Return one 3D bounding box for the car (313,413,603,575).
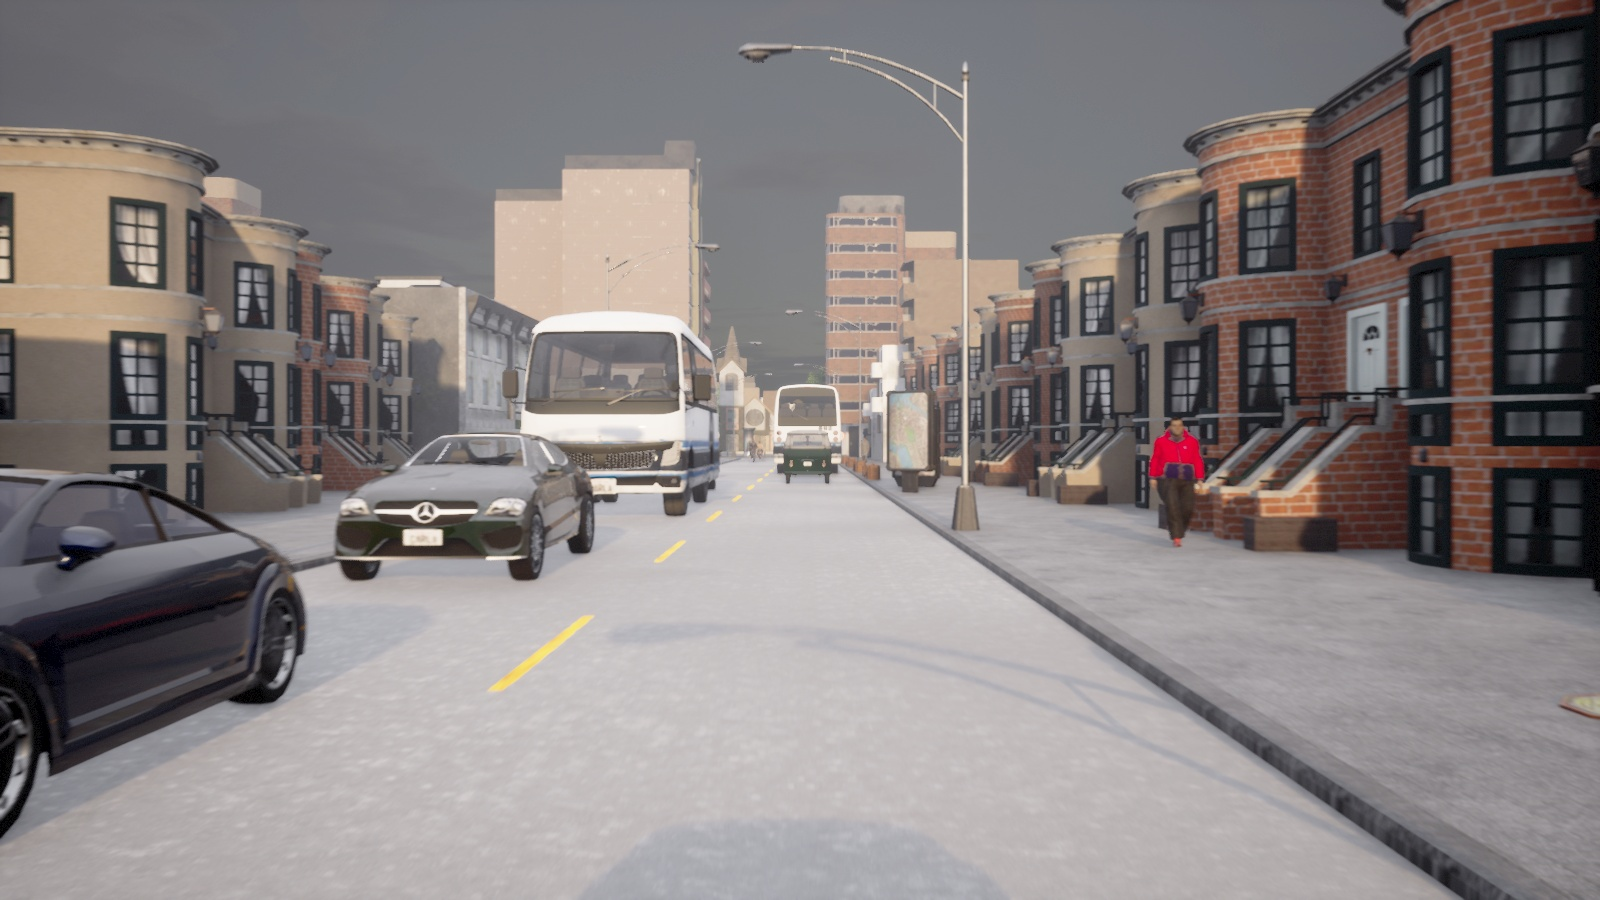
[{"bbox_3d":[-3.897,0.437,15.371,2.152,1.651,5.027,0,0,0],"label":"car"}]

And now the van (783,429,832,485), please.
[{"bbox_3d":[0.283,0.238,47.353,1.775,1.987,4.442,0,0,0],"label":"van"}]

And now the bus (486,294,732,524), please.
[{"bbox_3d":[-3.823,-0.790,28.457,3.944,4.253,10.273,0,0,0],"label":"bus"}]

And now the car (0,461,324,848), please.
[{"bbox_3d":[-3.953,0.776,5.683,1.994,1.385,4.181,0,0,0],"label":"car"}]

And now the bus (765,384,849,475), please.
[{"bbox_3d":[0.378,-0.984,64.130,3.944,4.253,10.273,0,0,0],"label":"bus"}]

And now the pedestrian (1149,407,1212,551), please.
[{"bbox_3d":[4.998,0.369,16.532,0.634,1.844,0.899,0,0,6],"label":"pedestrian"}]
